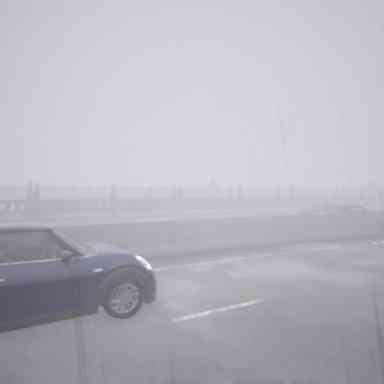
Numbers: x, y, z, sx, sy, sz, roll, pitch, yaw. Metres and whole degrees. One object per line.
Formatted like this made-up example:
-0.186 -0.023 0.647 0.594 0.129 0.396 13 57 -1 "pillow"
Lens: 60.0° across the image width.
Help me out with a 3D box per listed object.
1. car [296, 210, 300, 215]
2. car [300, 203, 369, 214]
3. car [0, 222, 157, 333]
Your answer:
9.807 1.480 24.630 4.181 1.385 1.994 0 0 -22 "car"
9.433 1.533 20.700 4.718 1.301 1.895 0 0 -23 "car"
-2.886 1.315 5.805 4.553 1.767 2.097 0 0 -34 "car"
